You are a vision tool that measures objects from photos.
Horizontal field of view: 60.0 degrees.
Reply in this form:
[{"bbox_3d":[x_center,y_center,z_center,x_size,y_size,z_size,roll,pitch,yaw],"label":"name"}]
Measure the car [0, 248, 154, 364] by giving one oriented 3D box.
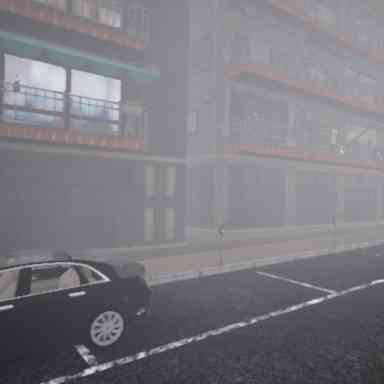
[{"bbox_3d":[-2.674,1.552,4.637,4.403,1.369,2.008,0,1,-35],"label":"car"}]
